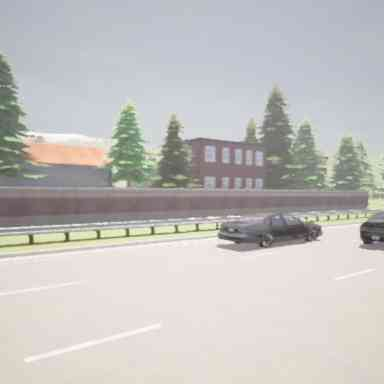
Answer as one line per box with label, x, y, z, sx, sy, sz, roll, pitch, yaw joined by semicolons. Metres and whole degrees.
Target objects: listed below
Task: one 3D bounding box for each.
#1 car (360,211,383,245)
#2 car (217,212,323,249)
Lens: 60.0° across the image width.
car;9.315;1.577;14.696;4.892;1.490;1.837;0;0;-36
car;3.627;1.599;14.935;5.357;1.411;2.033;0;0;-36
